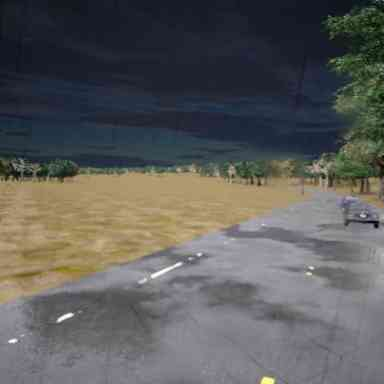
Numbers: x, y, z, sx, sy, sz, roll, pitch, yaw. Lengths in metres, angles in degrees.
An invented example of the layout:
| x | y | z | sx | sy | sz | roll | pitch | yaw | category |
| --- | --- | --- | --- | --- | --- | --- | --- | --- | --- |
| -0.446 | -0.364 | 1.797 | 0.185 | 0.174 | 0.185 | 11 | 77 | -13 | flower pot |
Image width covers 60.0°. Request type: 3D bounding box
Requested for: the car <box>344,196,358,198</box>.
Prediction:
| x | y | z | sx | sy | sz | roll | pitch | yaw | category |
| --- | --- | --- | --- | --- | --- | --- | --- | --- | --- |
| 17.241 | 1.113 | 36.051 | 1.812 | 1.442 | 4.674 | 1 | 1 | 24 | car |

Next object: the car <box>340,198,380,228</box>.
| x | y | z | sx | sy | sz | roll | pitch | yaw | category |
| --- | --- | --- | --- | --- | --- | --- | --- | --- | --- |
| 10.439 | 1.332 | 20.628 | 2.033 | 1.411 | 5.357 | 1 | 1 | 24 | car |
